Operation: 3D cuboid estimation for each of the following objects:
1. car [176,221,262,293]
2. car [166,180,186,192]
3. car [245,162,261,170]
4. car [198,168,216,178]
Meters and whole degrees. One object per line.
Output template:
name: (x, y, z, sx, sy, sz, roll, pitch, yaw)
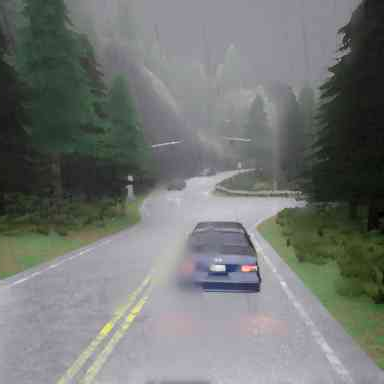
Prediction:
car: (0.737, 1.496, 8.909, 2.033, 1.411, 5.357, 0, 0, 5)
car: (-2.138, -0.868, 45.628, 1.895, 1.301, 4.718, 0, 9, 11)
car: (13.687, -5.724, 72.171, 4.902, 1.511, 2.128, -9, 9, -33)
car: (2.805, -3.509, 60.649, 1.837, 1.490, 4.892, 2, 10, 29)
